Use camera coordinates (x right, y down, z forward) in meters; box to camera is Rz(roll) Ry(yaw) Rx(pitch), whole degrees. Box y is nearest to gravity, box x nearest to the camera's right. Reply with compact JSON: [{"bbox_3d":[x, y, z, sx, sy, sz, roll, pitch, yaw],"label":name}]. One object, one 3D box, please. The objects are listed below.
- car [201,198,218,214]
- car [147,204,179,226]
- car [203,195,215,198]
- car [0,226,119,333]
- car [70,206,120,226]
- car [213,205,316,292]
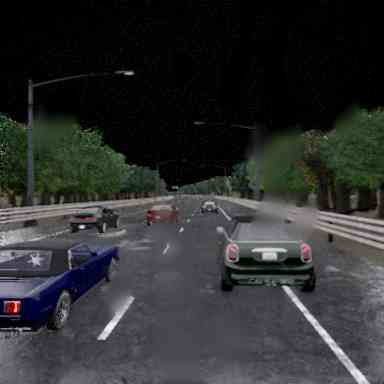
[{"bbox_3d":[2.042,1.745,38.230,1.812,1.442,4.674,0,0,4],"label":"car"},{"bbox_3d":[-2.095,1.633,24.896,1.882,1.535,5.008,0,0,3],"label":"car"},{"bbox_3d":[2.459,1.502,48.357,2.150,2.045,5.566,0,0,3],"label":"car"},{"bbox_3d":[-2.975,1.654,6.935,1.895,1.301,4.718,0,0,3],"label":"car"},{"bbox_3d":[-5.820,1.647,20.383,1.837,1.490,4.892,0,-1,3],"label":"car"},{"bbox_3d":[1.767,1.400,9.242,2.097,1.767,4.553,0,0,3],"label":"car"}]
